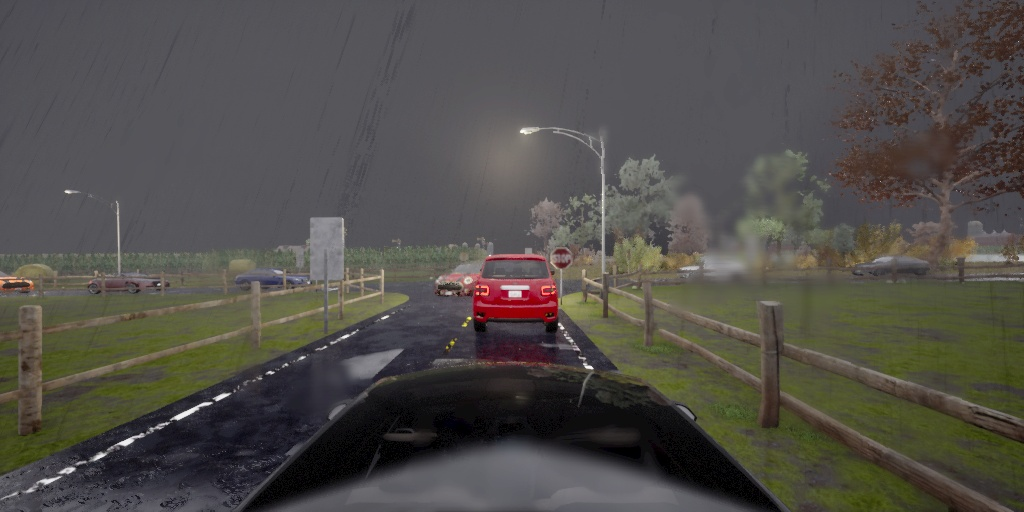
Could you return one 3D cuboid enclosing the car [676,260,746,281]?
[{"bbox_3d":[14.585,1.001,26.366,4.674,1.442,1.812,-1,0,1],"label":"car"}]

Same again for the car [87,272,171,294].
[{"bbox_3d":[-25.782,1.780,24.203,4.181,1.385,1.994,-1,0,1],"label":"car"}]

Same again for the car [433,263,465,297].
[{"bbox_3d":[-2.026,1.107,18.277,2.097,1.767,4.553,0,0,22],"label":"car"}]

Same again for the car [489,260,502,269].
[{"bbox_3d":[-2.758,1.363,61.058,2.033,1.411,5.357,0,0,1],"label":"car"}]

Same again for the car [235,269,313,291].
[{"bbox_3d":[-15.864,1.557,23.968,4.674,1.442,1.812,-1,0,3],"label":"car"}]

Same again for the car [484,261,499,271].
[{"bbox_3d":[-2.811,1.397,50.393,1.895,1.301,4.718,0,0,0],"label":"car"}]

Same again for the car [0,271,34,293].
[{"bbox_3d":[-35.803,1.759,24.406,4.553,1.767,2.097,-1,0,1],"label":"car"}]

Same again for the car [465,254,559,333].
[{"bbox_3d":[0.150,0.973,10.942,2.150,2.045,5.566,0,0,2],"label":"car"}]

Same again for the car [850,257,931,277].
[{"bbox_3d":[27.526,0.776,26.112,4.674,1.442,1.812,-1,0,1],"label":"car"}]
